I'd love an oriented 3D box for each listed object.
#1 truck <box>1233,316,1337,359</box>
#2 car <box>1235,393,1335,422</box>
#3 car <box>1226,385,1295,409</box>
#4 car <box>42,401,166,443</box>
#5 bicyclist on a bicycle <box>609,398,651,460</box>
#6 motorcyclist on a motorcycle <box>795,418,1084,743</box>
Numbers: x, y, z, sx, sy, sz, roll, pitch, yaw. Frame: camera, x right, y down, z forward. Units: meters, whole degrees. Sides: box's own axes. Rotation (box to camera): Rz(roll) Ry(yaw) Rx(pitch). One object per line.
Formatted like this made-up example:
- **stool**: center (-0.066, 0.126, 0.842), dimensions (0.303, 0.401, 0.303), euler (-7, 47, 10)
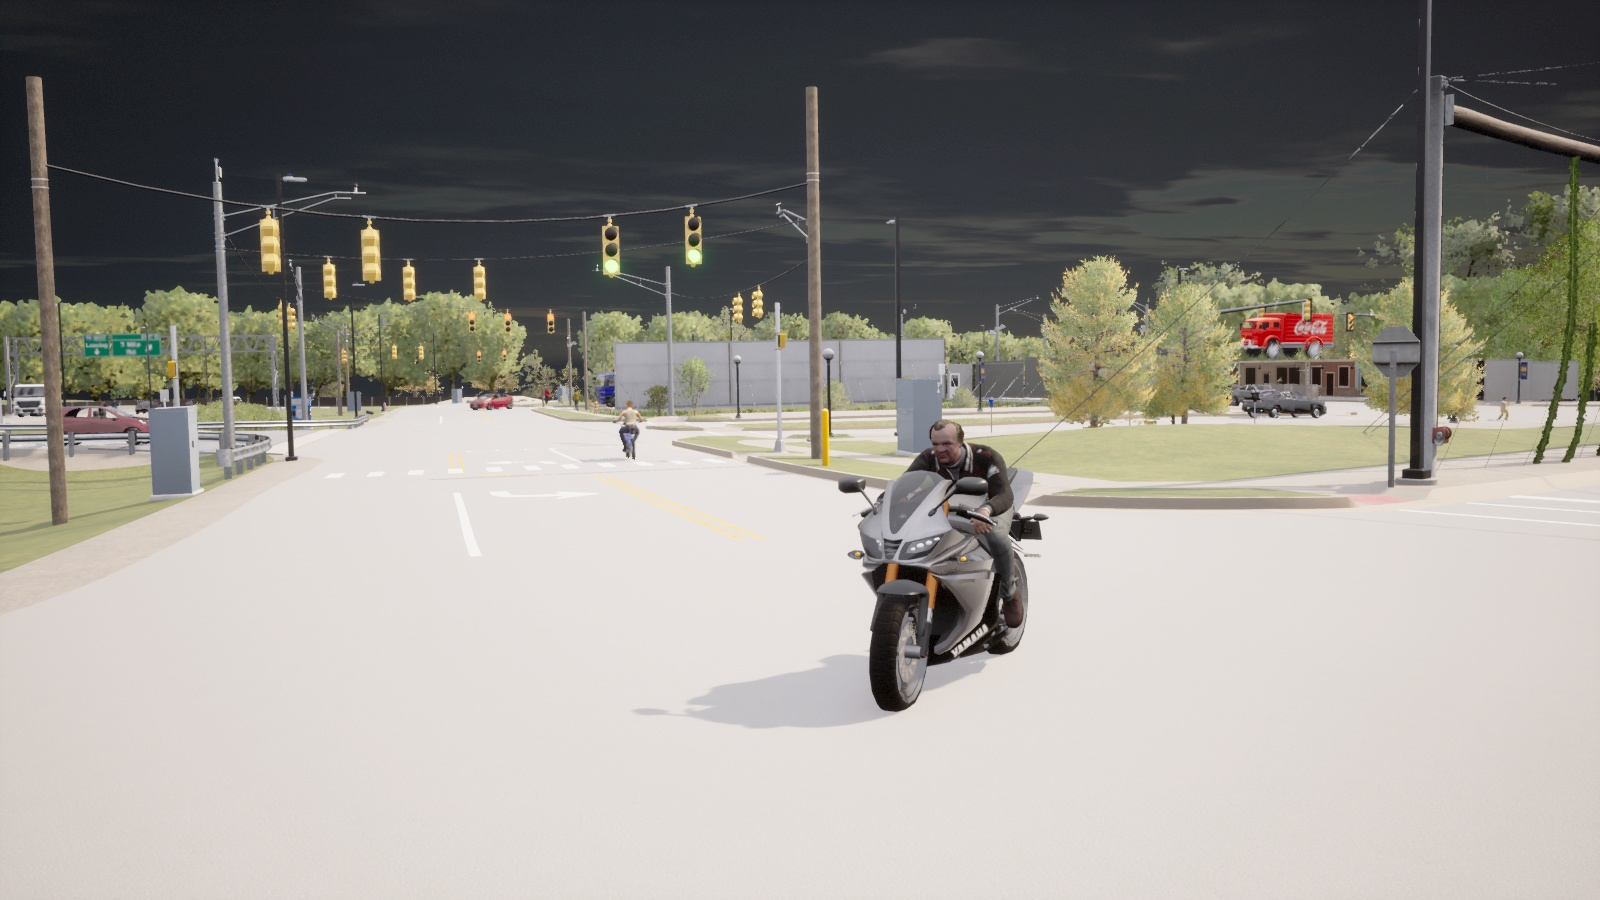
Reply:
- **truck**: center (28.982, -6.727, 75.115), dimensions (5.204, 2.467, 2.627), euler (-1, 6, -15)
- **car**: center (26.527, -2.331, 68.687), dimensions (4.902, 1.511, 2.128), euler (-1, 3, -20)
- **car**: center (33.304, -3.852, 91.038), dimensions (2.152, 1.651, 5.027), euler (-2, 4, -15)
- **car**: center (-26.089, -1.086, 47.178), dimensions (3.633, 1.501, 1.845), euler (-1, 3, -11)
- **bicyclist on a bicycle**: center (-4.652, -0.589, 34.239), dimensions (0.866, 1.612, 1.509), euler (-2, 3, -17)
- **motorcyclist on a motorcycle**: center (0.893, 0.607, 7.232), dimensions (0.866, 1.530, 2.191), euler (0, 3, 29)
